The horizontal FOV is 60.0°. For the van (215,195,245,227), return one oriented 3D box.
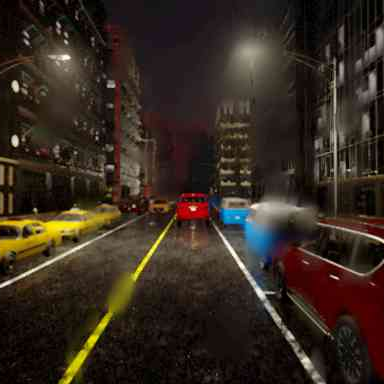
[{"bbox_3d":[2.705,1.286,21.607,1.690,1.788,3.998,1,0,0],"label":"van"}]

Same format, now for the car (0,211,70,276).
[{"bbox_3d":[-5.676,1.499,10.389,1.752,1.417,4.829,1,0,0],"label":"car"}]

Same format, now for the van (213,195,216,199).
[{"bbox_3d":[2.701,1.230,43.639,1.690,1.788,3.998,1,0,0],"label":"van"}]

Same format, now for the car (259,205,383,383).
[{"bbox_3d":[2.708,1.302,5.083,2.192,1.841,5.009,1,0,0],"label":"car"}]

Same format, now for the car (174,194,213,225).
[{"bbox_3d":[0.095,1.164,23.615,2.150,2.045,5.566,0,0,0],"label":"car"}]

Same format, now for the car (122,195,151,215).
[{"bbox_3d":[-5.676,1.232,32.603,2.192,1.841,5.009,1,0,0],"label":"car"}]

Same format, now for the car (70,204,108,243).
[{"bbox_3d":[-5.677,1.485,15.901,1.752,1.417,4.829,1,0,0],"label":"car"}]

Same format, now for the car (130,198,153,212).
[{"bbox_3d":[-5.681,1.447,38.115,1.887,1.381,4.507,1,0,0],"label":"car"}]

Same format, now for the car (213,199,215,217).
[{"bbox_3d":[2.699,1.513,27.115,1.802,1.307,4.206,1,0,0],"label":"car"}]

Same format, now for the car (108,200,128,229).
[{"bbox_3d":[-5.678,1.470,21.412,1.752,1.417,4.829,1,0,0],"label":"car"}]

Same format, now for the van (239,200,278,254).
[{"bbox_3d":[2.707,1.314,10.591,1.690,1.788,3.998,1,0,0],"label":"van"}]

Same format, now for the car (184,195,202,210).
[{"bbox_3d":[0.093,1.246,42.101,2.097,1.767,4.553,0,0,0],"label":"car"}]

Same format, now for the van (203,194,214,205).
[{"bbox_3d":[2.699,1.202,54.656,1.690,1.788,3.998,1,0,0],"label":"van"}]

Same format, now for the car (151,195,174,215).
[{"bbox_3d":[-3.102,1.392,33.351,1.882,1.535,5.008,0,0,0],"label":"car"}]
